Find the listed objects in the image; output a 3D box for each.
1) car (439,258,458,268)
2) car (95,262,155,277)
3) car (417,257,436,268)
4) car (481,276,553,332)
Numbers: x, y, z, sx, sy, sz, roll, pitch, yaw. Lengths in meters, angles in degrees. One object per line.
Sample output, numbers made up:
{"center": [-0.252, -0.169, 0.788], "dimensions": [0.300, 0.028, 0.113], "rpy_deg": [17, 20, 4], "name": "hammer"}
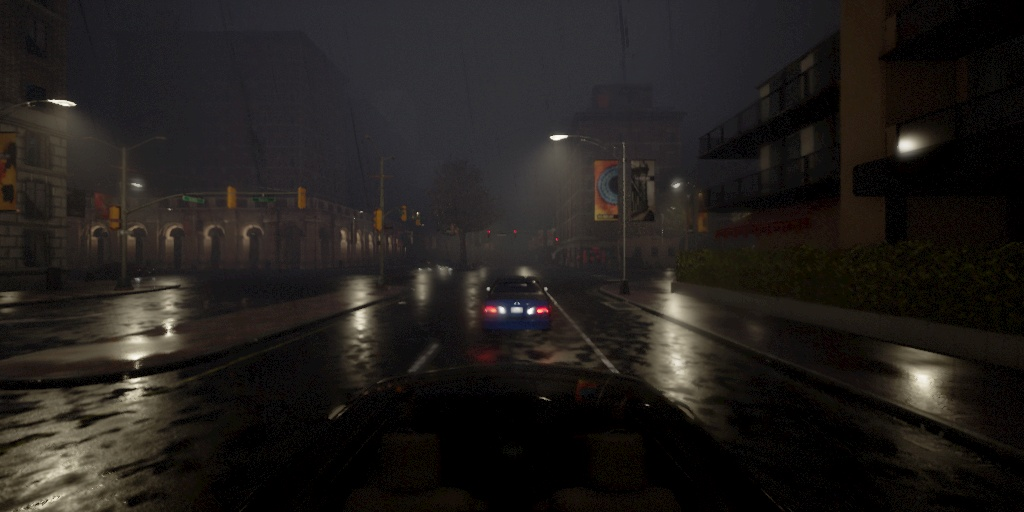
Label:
{"center": [-11.001, 1.308, 61.351], "dimensions": [1.812, 1.442, 4.674], "rpy_deg": [0, 0, 1], "name": "car"}
{"center": [-37.383, 1.294, 34.668], "dimensions": [4.674, 1.442, 1.812], "rpy_deg": [0, 0, 0], "name": "car"}
{"center": [-14.496, 1.134, 61.475], "dimensions": [2.097, 1.767, 4.553], "rpy_deg": [0, 0, 1], "name": "car"}
{"center": [0.150, 1.302, 10.821], "dimensions": [2.033, 1.411, 5.357], "rpy_deg": [0, 0, 1], "name": "car"}
